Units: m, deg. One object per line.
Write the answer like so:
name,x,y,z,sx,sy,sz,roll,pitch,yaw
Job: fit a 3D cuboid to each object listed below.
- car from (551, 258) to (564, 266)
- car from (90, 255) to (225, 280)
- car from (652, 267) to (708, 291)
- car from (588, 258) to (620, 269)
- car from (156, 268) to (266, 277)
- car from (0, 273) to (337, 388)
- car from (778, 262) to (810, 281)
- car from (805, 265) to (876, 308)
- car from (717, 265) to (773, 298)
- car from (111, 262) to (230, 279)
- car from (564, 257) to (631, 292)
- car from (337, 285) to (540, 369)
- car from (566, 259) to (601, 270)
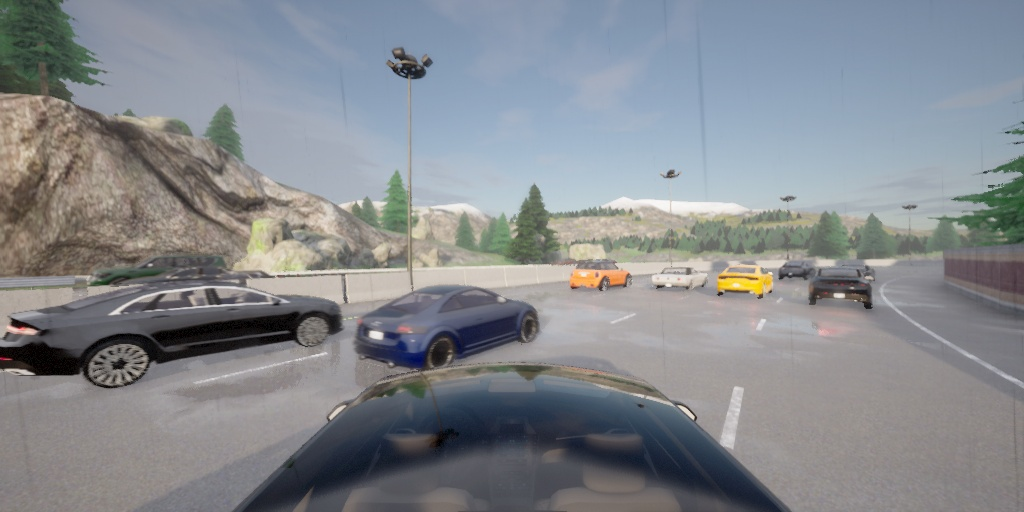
car,7.874,1.054,53.185,4.553,1.767,2.097,0,0,-39
car,-18.774,0.958,19.504,2.150,2.045,5.566,0,0,36
car,10.279,1.325,21.682,1.895,1.301,4.718,0,0,43
car,12.294,0.966,47.757,4.181,1.385,1.994,0,0,-39
car,-12.521,1.339,16.223,1.895,1.301,4.718,0,0,36
car,-5.872,1.236,7.051,2.128,1.511,4.902,0,0,34
car,23.478,1.203,29.454,4.902,1.511,2.128,0,0,-41
car,13.941,1.235,15.302,1.837,1.490,4.892,0,0,42
car,12.021,1.205,18.389,1.882,1.535,5.008,0,0,42
car,-15.792,1.242,17.603,1.837,1.490,4.892,0,0,35
car,5.386,1.078,21.457,2.097,1.767,4.553,0,0,41
car,-1.135,1.308,7.702,1.994,1.385,4.181,0,0,36
car,10.072,1.133,50.462,4.902,1.511,2.128,0,0,-39
